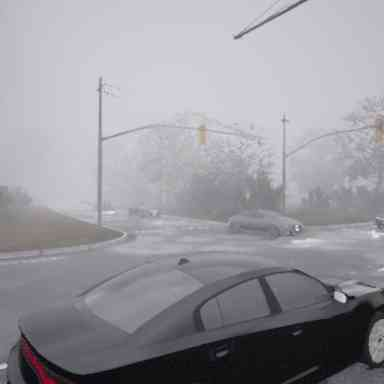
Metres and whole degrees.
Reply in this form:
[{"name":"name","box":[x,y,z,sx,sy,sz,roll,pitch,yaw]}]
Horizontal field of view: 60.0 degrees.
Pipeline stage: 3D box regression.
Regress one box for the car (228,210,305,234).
[{"name":"car","box":[3.905,1.646,17.835,1.994,1.385,4.181,0,0,-39]}]

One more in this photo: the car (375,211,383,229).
[{"name":"car","box":[13.928,1.643,21.719,4.902,1.511,2.128,0,0,-33]}]

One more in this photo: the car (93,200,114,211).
[{"name":"car","box":[-11.352,1.733,42.527,1.994,1.385,4.181,0,-1,-26]}]

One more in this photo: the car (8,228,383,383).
[{"name":"car","box":[0.588,1.494,4.116,5.008,1.535,1.882,0,0,-35]}]

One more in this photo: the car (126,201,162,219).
[{"name":"car","box":[-4.384,1.581,30.027,2.128,1.511,4.902,0,0,-31]}]
